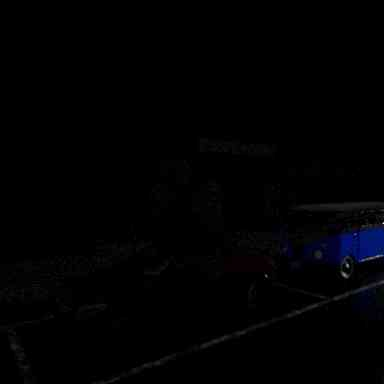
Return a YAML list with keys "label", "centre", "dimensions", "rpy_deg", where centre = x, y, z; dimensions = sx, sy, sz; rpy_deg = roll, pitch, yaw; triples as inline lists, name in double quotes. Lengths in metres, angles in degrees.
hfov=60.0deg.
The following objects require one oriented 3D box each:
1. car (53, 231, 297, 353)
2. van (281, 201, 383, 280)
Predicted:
- label: "car"
  centre: [-0.244, 1.524, 6.000]
  dimensions: [4.206, 1.307, 1.802]
  rpy_deg: [-1, 1, -35]
- label: "van"
  centre: [4.170, 1.182, 9.124]
  dimensions: [3.998, 1.788, 1.690]
  rpy_deg: [-1, 1, -35]
